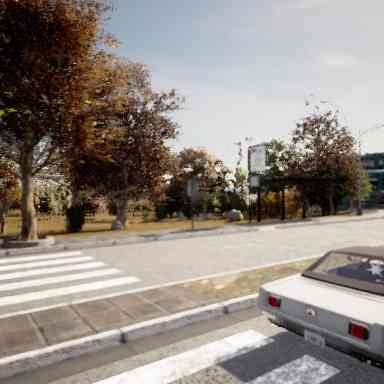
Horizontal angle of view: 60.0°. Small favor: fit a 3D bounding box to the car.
[{"bbox_3d":[3.378,1.582,5.541,4.718,1.301,1.895,0,0,-36],"label":"car"}]
